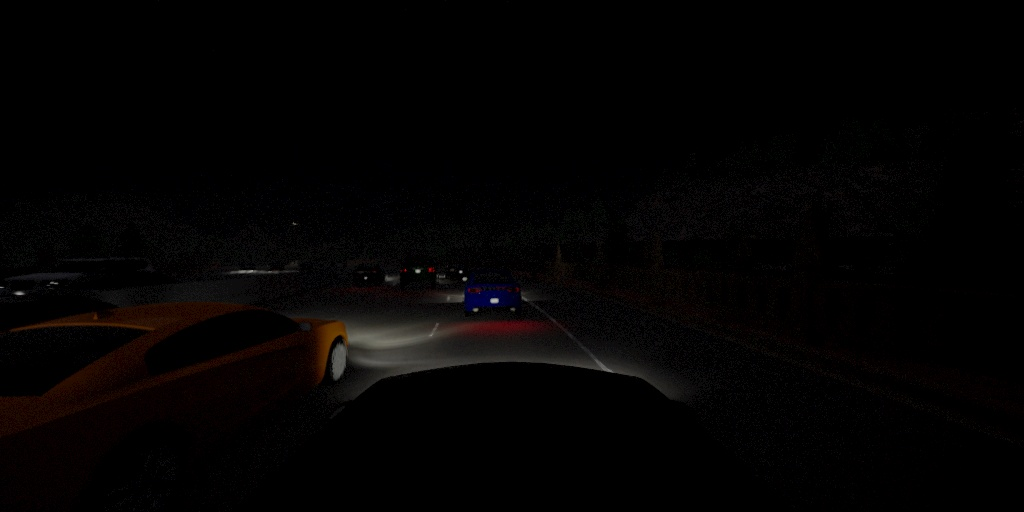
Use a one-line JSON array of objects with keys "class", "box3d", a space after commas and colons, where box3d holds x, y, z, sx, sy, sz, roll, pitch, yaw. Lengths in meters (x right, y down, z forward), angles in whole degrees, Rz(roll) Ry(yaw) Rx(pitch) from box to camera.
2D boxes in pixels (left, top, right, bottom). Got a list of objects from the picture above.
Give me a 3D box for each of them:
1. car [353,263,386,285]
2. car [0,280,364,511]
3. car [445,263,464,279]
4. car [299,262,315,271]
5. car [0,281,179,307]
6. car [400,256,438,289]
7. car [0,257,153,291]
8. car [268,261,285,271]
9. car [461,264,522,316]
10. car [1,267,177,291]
[{"class": "car", "box3d": [-10.475, 1.293, 26.505, 2.128, 1.511, 4.902, 0, 0, -15]}, {"class": "car", "box3d": [-3.595, 1.244, 3.965, 1.882, 1.535, 5.008, 0, 0, -2]}, {"class": "car", "box3d": [-4.895, 1.320, 32.259, 1.994, 1.385, 4.181, 0, 0, -17]}, {"class": "car", "box3d": [-29.486, 1.506, 51.565, 2.033, 1.411, 5.357, -1, 0, -33]}, {"class": "car", "box3d": [-7.143, 1.309, 5.364, 1.812, 1.442, 4.674, 0, 0, -2]}, {"class": "car", "box3d": [-6.120, 0.994, 23.650, 2.150, 2.045, 5.566, 0, 0, -13]}, {"class": "car", "box3d": [-19.056, 1.079, 16.215, 2.150, 2.045, 5.566, 0, 0, -11]}, {"class": "car", "box3d": [-35.645, 1.527, 54.294, 1.837, 1.490, 4.892, -1, 0, -35]}, {"class": "car", "box3d": [-0.830, 1.224, 13.466, 1.882, 1.535, 5.008, 0, 0, -7]}, {"class": "car", "box3d": [-15.128, 1.335, 13.589, 1.837, 1.490, 4.892, 0, 0, -9]}]
